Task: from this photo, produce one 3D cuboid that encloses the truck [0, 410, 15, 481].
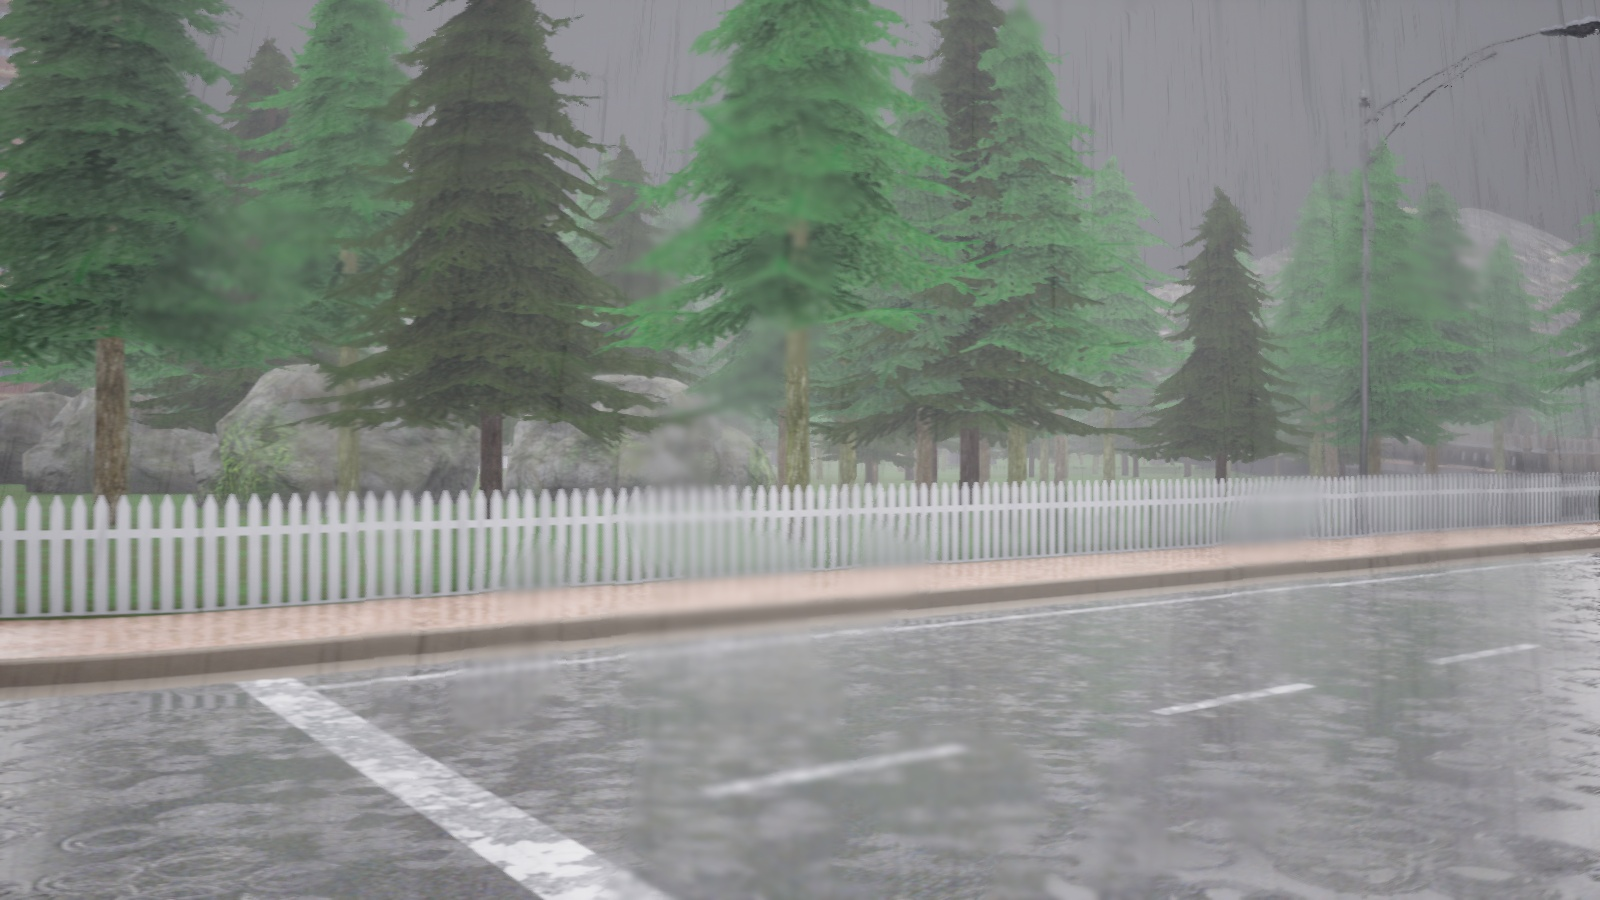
[{"bbox_3d":[-46.760,-0.202,66.516,8.468,3.827,2.891,0,0,-38],"label":"truck"}]
